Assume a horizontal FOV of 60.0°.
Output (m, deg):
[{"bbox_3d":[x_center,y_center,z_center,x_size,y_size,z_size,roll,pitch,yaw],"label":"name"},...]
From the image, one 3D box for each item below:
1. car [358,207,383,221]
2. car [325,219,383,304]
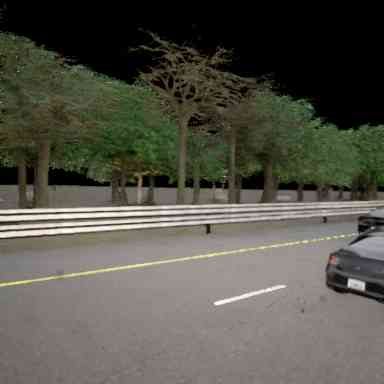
[{"bbox_3d":[9.598,1.404,15.386,5.008,1.535,1.882,0,1,-37],"label":"car"},{"bbox_3d":[4.748,1.490,7.290,4.674,1.442,1.812,0,1,-37],"label":"car"}]
